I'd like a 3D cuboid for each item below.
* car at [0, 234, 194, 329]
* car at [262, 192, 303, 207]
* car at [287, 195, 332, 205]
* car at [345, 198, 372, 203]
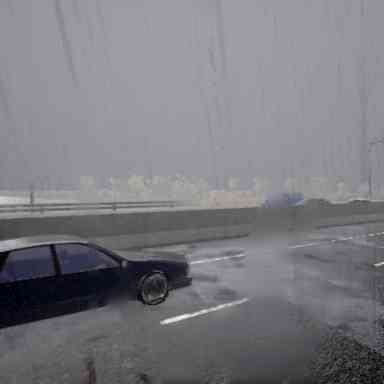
[{"bbox_3d":[-2.576,1.534,6.205,5.357,1.411,2.033,0,0,-35],"label":"car"},{"bbox_3d":[10.222,1.033,36.758,5.566,2.045,2.150,0,0,-34],"label":"car"},{"bbox_3d":[12.255,1.318,33.906,4.892,1.490,1.837,0,0,-34],"label":"car"},{"bbox_3d":[16.025,1.329,32.248,4.674,1.442,1.812,0,0,-34],"label":"car"}]
